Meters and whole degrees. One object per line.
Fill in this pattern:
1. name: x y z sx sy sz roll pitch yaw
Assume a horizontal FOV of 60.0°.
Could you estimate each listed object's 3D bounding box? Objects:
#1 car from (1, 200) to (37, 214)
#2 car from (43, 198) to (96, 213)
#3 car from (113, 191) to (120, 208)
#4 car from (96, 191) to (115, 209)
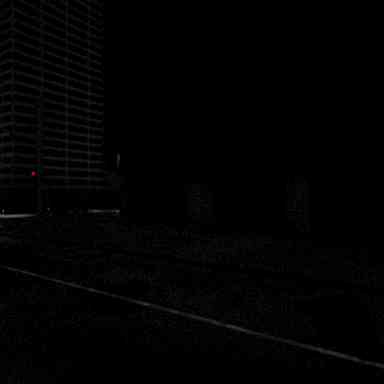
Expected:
1. car: -17.701 1.554 36.234 2.033 1.411 5.357 0 0 35
2. car: -13.389 1.497 36.289 2.128 1.511 4.902 0 0 35
3. car: -7.438 1.226 44.779 2.150 2.045 5.566 0 0 35
4. car: -11.586 1.227 44.966 2.150 2.045 5.566 0 0 35
